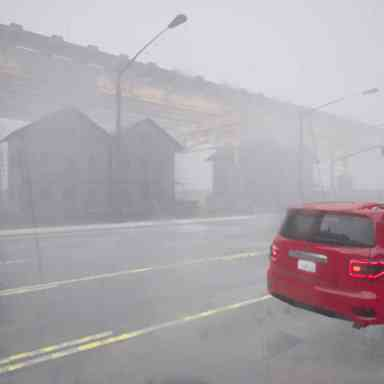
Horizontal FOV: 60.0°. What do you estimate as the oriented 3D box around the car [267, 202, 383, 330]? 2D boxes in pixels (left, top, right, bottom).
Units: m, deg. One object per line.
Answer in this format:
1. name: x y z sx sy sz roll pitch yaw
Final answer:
1. car: 3.906 1.218 6.628 5.566 2.045 2.150 0 0 -36
